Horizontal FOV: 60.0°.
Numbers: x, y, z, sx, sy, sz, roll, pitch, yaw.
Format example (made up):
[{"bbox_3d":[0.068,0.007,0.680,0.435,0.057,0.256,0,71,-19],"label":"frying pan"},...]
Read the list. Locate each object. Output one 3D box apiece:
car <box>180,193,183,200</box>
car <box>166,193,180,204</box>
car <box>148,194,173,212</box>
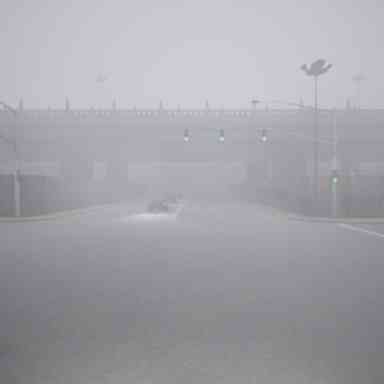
[{"bbox_3d":[-2.804,0.832,64.892,1.895,1.301,4.718,0,1,1],"label":"car"},{"bbox_3d":[-3.069,0.926,47.005,1.837,1.490,4.892,0,1,1],"label":"car"},{"bbox_3d":[-3.228,1.193,33.034,1.895,1.301,4.718,0,1,1],"label":"car"}]
